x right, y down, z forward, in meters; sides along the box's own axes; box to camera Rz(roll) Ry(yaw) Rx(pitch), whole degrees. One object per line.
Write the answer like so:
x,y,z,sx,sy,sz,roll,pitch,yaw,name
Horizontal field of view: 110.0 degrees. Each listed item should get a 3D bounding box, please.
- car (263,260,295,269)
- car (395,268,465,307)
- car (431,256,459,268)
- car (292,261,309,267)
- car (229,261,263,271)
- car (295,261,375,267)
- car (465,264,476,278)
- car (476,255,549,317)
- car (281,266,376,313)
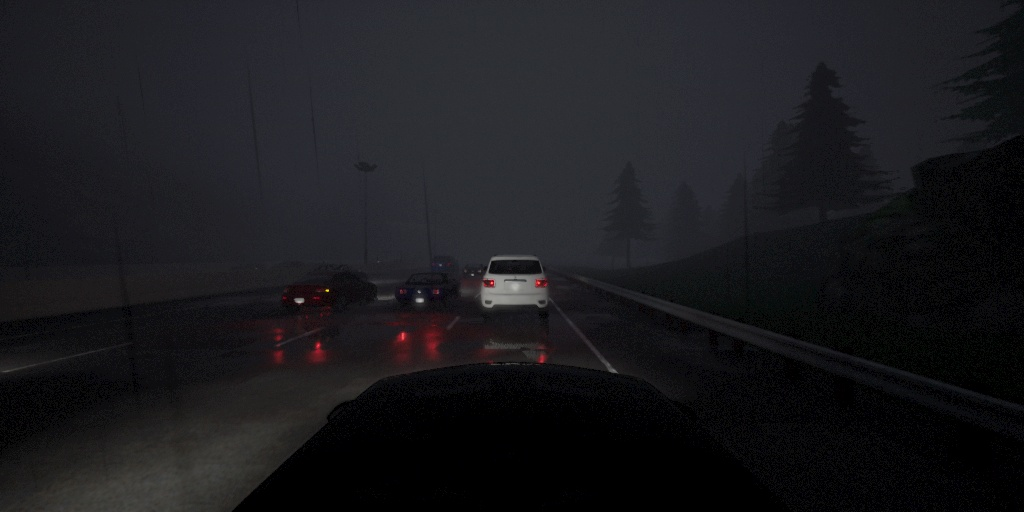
-24.597,1.259,39.580,1.837,1.490,4.892,0,0,0,car
-3.404,1.353,15.487,1.895,1.301,4.718,0,0,0,car
-6.909,0.977,37.336,2.150,2.045,5.566,0,0,0,car
-21.101,1.356,38.747,1.895,1.301,4.718,0,0,0,car
-31.586,1.320,43.032,1.994,1.385,4.181,0,0,0,car
-10.407,1.244,21.619,2.128,1.511,4.902,0,0,0,car
-3.406,1.356,33.382,1.895,1.301,4.718,0,0,0,car
0.097,0.973,13.252,2.150,2.045,5.566,0,0,0,car
-6.903,1.277,13.958,1.812,1.442,4.674,0,0,0,car
